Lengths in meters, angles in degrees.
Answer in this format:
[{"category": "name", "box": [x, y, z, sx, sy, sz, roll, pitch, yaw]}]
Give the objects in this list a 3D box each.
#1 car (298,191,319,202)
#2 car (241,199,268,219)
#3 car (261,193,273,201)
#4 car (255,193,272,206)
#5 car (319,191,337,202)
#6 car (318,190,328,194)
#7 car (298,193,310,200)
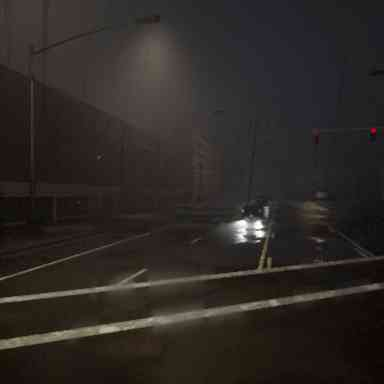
[{"category": "car", "box": [19.915, 0.998, 57.034, 2.128, 1.511, 4.902, -1, 0, 15]}, {"category": "car", "box": [5.590, 1.651, 30.333, 1.895, 1.301, 4.718, -1, 0, 15]}, {"category": "car", "box": [14.305, 0.981, 63.249, 2.033, 1.411, 5.357, -1, -1, 15]}, {"category": "car", "box": [10.012, 1.225, 47.197, 1.837, 1.490, 4.892, -1, 1, 15]}, {"category": "car", "box": [23.407, 1.014, 56.551, 1.994, 1.385, 4.181, -1, 0, 15]}, {"category": "car", "box": [25.948, 0.600, 66.277, 2.150, 2.045, 5.566, -1, -2, 15]}, {"category": "car", "box": [22.558, 0.983, 67.126, 1.994, 1.385, 4.181, -1, -2, 15]}]
